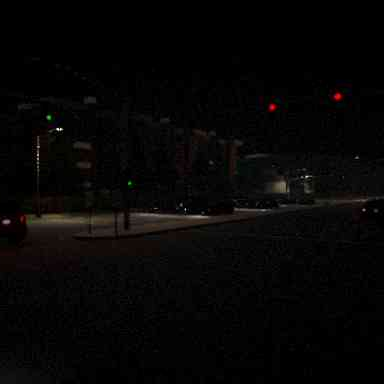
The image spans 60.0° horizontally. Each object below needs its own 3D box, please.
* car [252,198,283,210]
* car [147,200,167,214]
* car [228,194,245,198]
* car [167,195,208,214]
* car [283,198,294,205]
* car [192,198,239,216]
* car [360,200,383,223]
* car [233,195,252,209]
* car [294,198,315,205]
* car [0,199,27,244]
[{"bbox_3d":[10.618,1.642,46.567,1.837,1.490,4.892,-1,0,35],"label":"car"},{"bbox_3d":[-3.253,1.695,38.991,1.837,1.490,4.892,-1,0,35],"label":"car"},{"bbox_3d":[7.352,1.416,54.069,2.150,2.045,5.566,-1,-1,35],"label":"car"},{"bbox_3d":[0.010,1.387,37.555,2.150,2.045,5.566,-1,0,35],"label":"car"},{"bbox_3d":[18.325,1.807,63.487,1.895,1.301,4.718,-1,0,35],"label":"car"},{"bbox_3d":[2.590,1.685,35.136,2.033,1.411,5.357,-1,0,35],"label":"car"},{"bbox_3d":[14.346,1.373,25.465,2.097,1.767,4.553,-1,0,35],"label":"car"},{"bbox_3d":[8.319,1.664,49.374,1.837,1.490,4.892,-1,1,35],"label":"car"},{"bbox_3d":[21.207,1.727,61.501,2.033,1.411,5.357,-1,0,35],"label":"car"},{"bbox_3d":[-9.852,1.350,15.325,5.566,2.045,2.150,-1,0,36],"label":"car"}]
